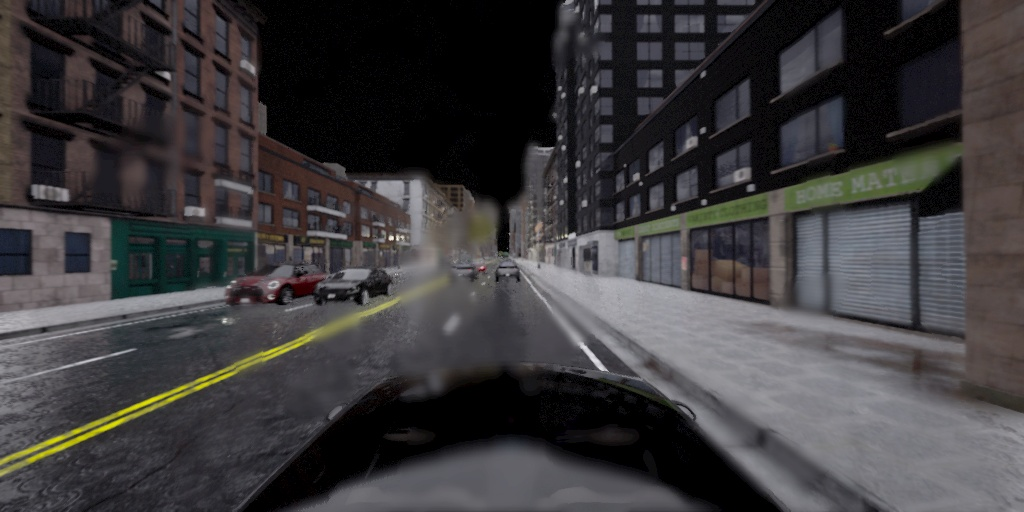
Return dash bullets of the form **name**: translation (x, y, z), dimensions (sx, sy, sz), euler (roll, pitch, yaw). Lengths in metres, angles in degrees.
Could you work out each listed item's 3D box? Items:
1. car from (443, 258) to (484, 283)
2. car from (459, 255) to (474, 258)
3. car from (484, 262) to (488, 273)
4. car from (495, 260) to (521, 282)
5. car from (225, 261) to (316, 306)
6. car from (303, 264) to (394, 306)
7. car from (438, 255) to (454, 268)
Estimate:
- **car**: translation (-3.516, 1.165, 27.060), dimensions (2.128, 1.511, 4.902), euler (0, 0, -1)
- **car**: translation (-7.354, 0.781, 58.608), dimensions (2.150, 2.045, 5.566), euler (0, 0, -1)
- **car**: translation (-3.717, 1.220, 39.840), dimensions (1.895, 1.301, 4.718), euler (0, 0, -1)
- **car**: translation (-0.316, 1.141, 28.067), dimensions (2.128, 1.511, 4.902), euler (0, 0, 0)
- **car**: translation (-10.046, 1.112, 15.742), dimensions (2.097, 1.767, 4.553), euler (0, 0, -1)
- **car**: translation (-6.799, 1.217, 15.926), dimensions (1.882, 1.535, 5.008), euler (0, 0, -1)
- **car**: translation (-10.604, 0.860, 58.558), dimensions (2.150, 2.045, 5.566), euler (0, 0, -1)
